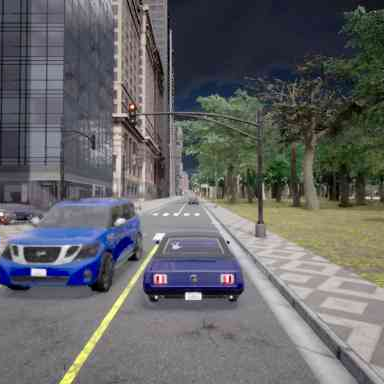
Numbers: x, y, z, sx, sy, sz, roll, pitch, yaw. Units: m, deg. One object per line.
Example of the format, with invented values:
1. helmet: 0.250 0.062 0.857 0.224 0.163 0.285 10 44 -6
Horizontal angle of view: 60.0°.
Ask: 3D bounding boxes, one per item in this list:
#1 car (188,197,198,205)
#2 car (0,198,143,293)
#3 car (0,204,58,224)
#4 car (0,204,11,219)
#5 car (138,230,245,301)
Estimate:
1. car: 0.266 1.731 65.387 2.033 1.411 5.357 0 0 0
2. car: -2.858 1.227 9.280 2.150 2.045 5.566 0 0 3
3. car: -12.776 1.552 24.070 5.357 1.411 2.033 0 -1 -4
4. car: -18.935 1.726 29.808 4.313 1.339 1.947 0 -1 0
5. car: 0.023 1.607 8.262 1.895 1.301 4.718 0 0 0
